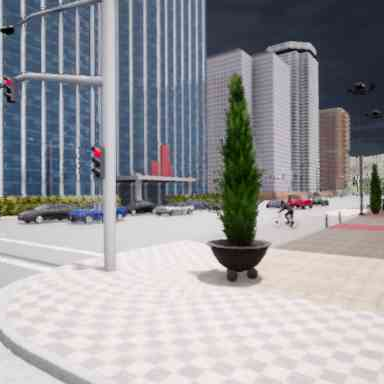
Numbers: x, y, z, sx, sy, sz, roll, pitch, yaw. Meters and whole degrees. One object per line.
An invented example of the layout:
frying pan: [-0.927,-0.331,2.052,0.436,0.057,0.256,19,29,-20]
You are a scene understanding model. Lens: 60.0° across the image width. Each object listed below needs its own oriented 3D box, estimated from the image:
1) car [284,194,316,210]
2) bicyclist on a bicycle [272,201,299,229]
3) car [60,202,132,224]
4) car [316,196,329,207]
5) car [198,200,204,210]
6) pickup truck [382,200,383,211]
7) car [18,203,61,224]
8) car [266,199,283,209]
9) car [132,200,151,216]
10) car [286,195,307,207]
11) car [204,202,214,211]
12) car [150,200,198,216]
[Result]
car: [14.853,1.327,45.857,2.150,2.045,5.566,-1,0,35]
bicyclist on a bicycle: [5.515,1.351,19.762,1.656,1.620,0.582,-1,0,35]
car: [-7.472,1.634,26.457,1.882,1.535,5.008,-1,0,35]
car: [20.968,1.459,54.627,2.097,1.767,4.553,-1,0,35]
car: [0.248,1.731,43.603,2.033,1.411,5.357,-1,0,35]
pickup truck: [21.843,1.069,33.125,6.274,2.098,2.390,0,0,-25]
car: [-11.443,1.687,26.883,1.837,1.490,4.892,-1,0,35]
car: [12.297,1.695,48.305,1.994,1.385,4.181,-1,0,35]
car: [-5.660,1.661,35.164,1.882,1.535,5.008,-1,0,35]
car: [17.633,1.484,55.965,2.097,1.767,4.553,-1,0,35]
car: [4.046,1.510,42.918,2.097,1.767,4.553,-1,0,35]
car: [-1.781,1.758,34.602,1.895,1.301,4.718,-1,0,35]
